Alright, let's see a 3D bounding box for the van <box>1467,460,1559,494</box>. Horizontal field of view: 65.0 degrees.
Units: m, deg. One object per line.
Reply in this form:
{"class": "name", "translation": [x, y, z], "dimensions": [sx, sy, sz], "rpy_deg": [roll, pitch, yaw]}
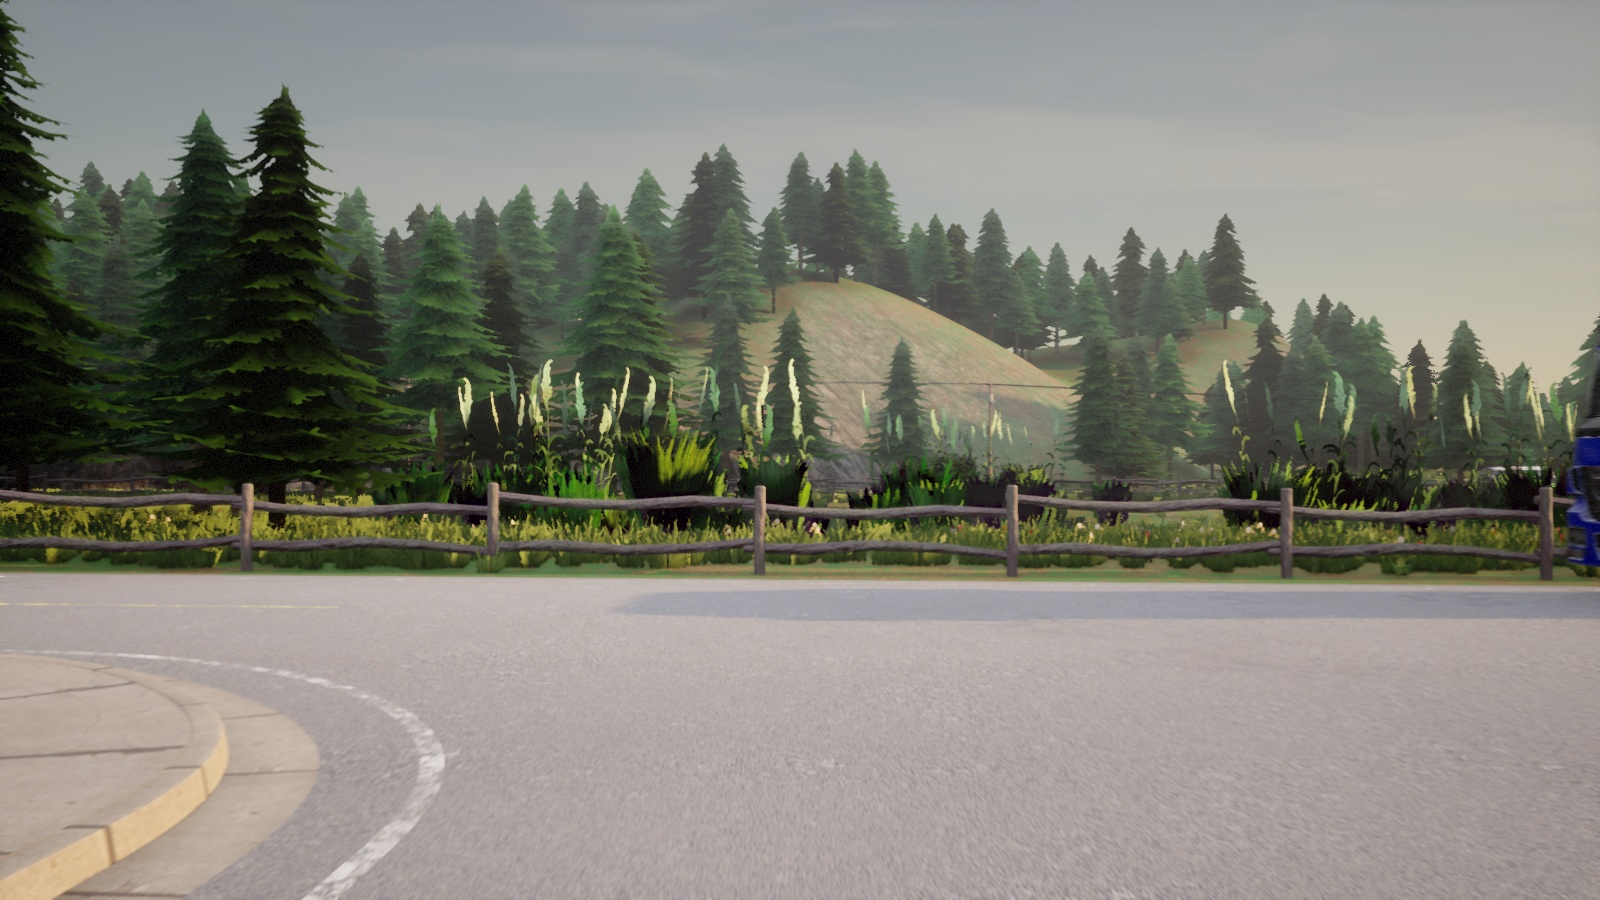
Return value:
{"class": "van", "translation": [44.158, 1.662, 77.828], "dimensions": [4.480, 2.038, 2.069], "rpy_deg": [0, -1, 1]}

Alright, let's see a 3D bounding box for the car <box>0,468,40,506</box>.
{"class": "car", "translation": [-40.320, 1.823, 62.674], "dimensions": [3.866, 1.878, 1.905], "rpy_deg": [0, -1, -24]}

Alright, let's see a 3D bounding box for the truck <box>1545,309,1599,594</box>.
{"class": "truck", "translation": [13.665, -0.011, 14.778], "dimensions": [7.936, 3.462, 2.891], "rpy_deg": [0, -1, 3]}
